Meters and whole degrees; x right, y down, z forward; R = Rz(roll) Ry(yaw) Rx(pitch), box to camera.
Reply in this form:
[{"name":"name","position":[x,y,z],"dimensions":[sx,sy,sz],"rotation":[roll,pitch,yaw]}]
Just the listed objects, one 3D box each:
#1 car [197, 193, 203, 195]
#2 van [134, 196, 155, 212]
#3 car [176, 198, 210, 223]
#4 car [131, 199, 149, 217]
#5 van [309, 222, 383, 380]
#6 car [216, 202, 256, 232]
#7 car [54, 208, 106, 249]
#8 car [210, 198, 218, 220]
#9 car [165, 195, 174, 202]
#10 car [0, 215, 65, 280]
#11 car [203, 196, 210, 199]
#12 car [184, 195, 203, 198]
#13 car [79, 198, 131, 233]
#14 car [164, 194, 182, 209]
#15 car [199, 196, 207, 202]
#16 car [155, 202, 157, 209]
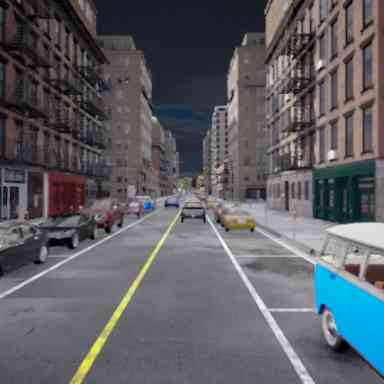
[{"name":"car","position":[2.654,1.569,73.761],"dimensions":[2.008,1.369,4.403],"rotation":[0,0,0]},{"name":"van","position":[-5.383,1.349,36.073],"dimensions":[1.690,1.788,3.998],"rotation":[0,0,0]},{"name":"car","position":[0.104,1.495,25.799],"dimensions":[2.128,1.511,4.902],"rotation":[0,0,0]},{"name":"car","position":[-5.386,1.589,30.667],"dimensions":[1.802,1.307,4.206],"rotation":[0,0,0]},{"name":"van","position":[2.680,1.342,3.636],"dimensions":[1.690,1.788,3.998],"rotation":[0,0,0]},{"name":"car","position":[2.669,1.530,20.024],"dimensions":[1.752,1.417,4.829],"rotation":[0,0,0]},{"name":"car","position":[-5.394,1.569,14.448],"dimensions":[1.947,1.339,4.313],"rotation":[0,0,0]},{"name":"car","position":[2.665,1.446,25.260],"dimensions":[1.967,1.590,4.097],"rotation":[0,0,0]},{"name":"car","position":[-5.370,1.544,79.273],"dimensions":[1.752,1.417,4.829],"rotation":[0,0,0]},{"name":"car","position":[-5.396,1.553,9.042],"dimensions":[2.008,1.369,4.403],"rotation":[0,0,0]},{"name":"car","position":[2.654,1.535,41.649],"dimensions":[1.752,1.417,4.829],"rotation":[0,0,0]},{"name":"car","position":[0.108,1.487,41.438],"dimensions":[1.882,1.535,5.008],"rotation":[0,0,0]},{"name":"car","position":[-5.391,1.319,19.854],"dimensions":[2.192,1.841,5.009],"rotation":[0,0,0]},{"name":"car","position":[-2.777,1.488,46.222],"dimensions":[1.882,1.535,5.008],"rotation":[0,0,1]},{"name":"car","position":[2.655,1.601,79.442],"dimensions":[1.802,1.307,4.206],"rotation":[0,0,0]},{"name":"car","position":[-5.381,1.560,41.479],"dimensions":[2.008,1.369,4.403],"rotation":[0,0,0]}]
